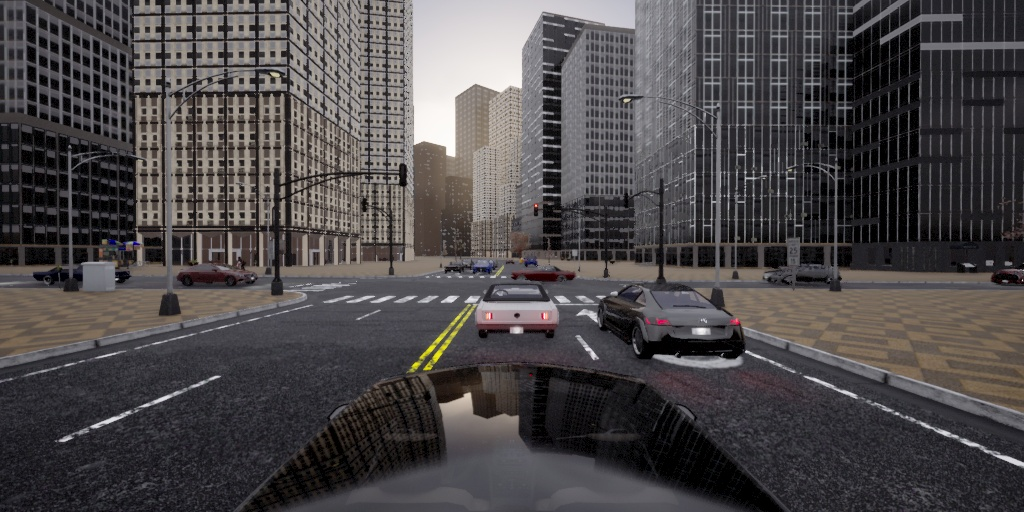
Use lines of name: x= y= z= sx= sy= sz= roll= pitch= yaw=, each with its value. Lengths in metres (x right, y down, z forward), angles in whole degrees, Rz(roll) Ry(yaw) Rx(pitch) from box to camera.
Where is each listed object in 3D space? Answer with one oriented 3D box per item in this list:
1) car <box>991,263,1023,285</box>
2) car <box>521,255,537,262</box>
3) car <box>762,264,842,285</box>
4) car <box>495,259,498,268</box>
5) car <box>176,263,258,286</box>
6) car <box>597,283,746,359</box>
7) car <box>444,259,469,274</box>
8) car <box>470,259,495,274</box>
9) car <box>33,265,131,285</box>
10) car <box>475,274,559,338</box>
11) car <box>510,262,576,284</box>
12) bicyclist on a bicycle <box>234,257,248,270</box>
car: x=37.774 y=1.260 z=25.772 sx=4.553 sy=1.767 sz=2.097 roll=1 pitch=0 yaw=1
car: x=3.389 y=0.892 z=65.414 sx=2.150 sy=2.045 sz=5.566 roll=0 pitch=0 yaw=-1
car: x=21.058 y=1.322 z=26.161 sx=4.902 sy=1.511 sz=2.128 roll=0 pitch=0 yaw=1
car: x=-3.285 y=1.230 z=50.074 sx=1.812 sy=1.442 sz=4.674 roll=0 pitch=0 yaw=0
car: x=-19.457 y=1.194 z=23.724 sx=4.674 sy=1.442 sz=1.812 roll=0 pitch=0 yaw=1
car: x=3.363 y=1.312 z=8.403 sx=1.994 sy=1.385 sz=4.181 roll=0 pitch=0 yaw=0
car: x=-6.549 y=1.321 z=41.403 sx=1.895 sy=1.301 sz=4.718 roll=0 pitch=0 yaw=0
car: x=-3.298 y=1.199 z=40.730 sx=1.882 sy=1.535 sz=5.008 roll=0 pitch=0 yaw=0
car: x=-28.566 y=1.227 z=23.965 sx=4.718 sy=1.301 sz=1.895 roll=0 pitch=0 yaw=1
car: x=0.110 y=1.348 z=10.120 sx=1.895 sy=1.301 sz=4.718 roll=0 pitch=0 yaw=0
car: x=2.219 y=1.345 z=26.525 sx=4.718 sy=1.301 sz=1.895 roll=0 pitch=0 yaw=1
bicyclist on a bicycle: x=-24.667 y=0.872 z=32.595 sx=0.582 sy=1.620 sz=1.656 roll=0 pitch=1 yaw=1
